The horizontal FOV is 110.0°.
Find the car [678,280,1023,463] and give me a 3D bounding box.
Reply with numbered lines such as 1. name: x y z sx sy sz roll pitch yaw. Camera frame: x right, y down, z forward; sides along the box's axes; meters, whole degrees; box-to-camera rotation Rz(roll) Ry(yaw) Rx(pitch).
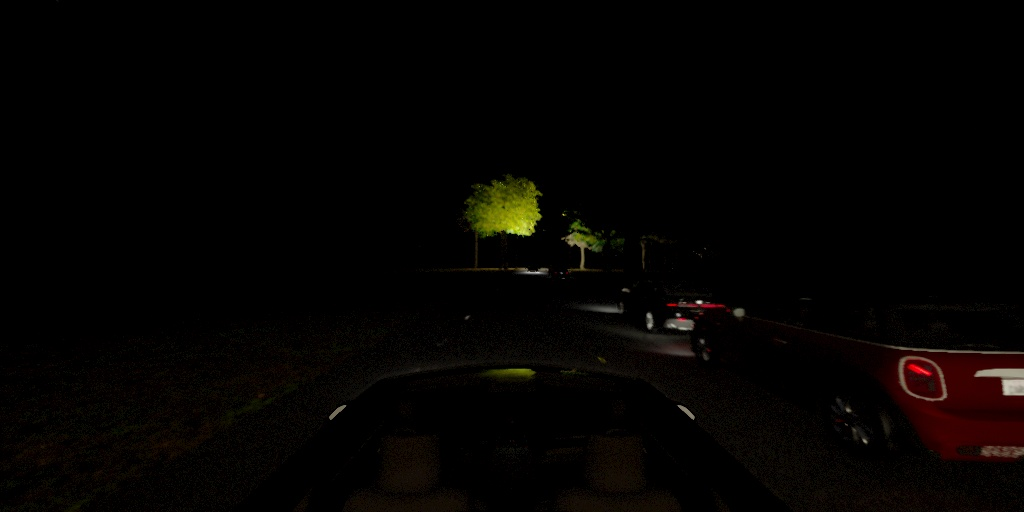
1. car: 4.575 1.216 5.316 2.097 1.767 4.553 1 -1 1

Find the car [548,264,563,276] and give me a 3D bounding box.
1. car: 6.033 1.890 50.272 1.882 1.535 5.008 1 0 5

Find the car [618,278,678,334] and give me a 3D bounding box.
1. car: 4.750 1.444 11.318 1.837 1.490 4.892 1 -1 2

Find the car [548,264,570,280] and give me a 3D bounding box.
1. car: 5.266 1.821 39.221 2.033 1.411 5.357 1 -1 4

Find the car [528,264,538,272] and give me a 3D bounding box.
1. car: 3.819 2.139 64.787 1.895 1.301 4.718 1 -1 5
